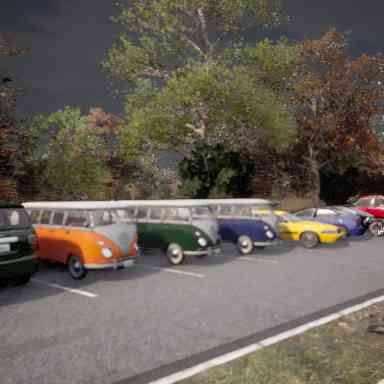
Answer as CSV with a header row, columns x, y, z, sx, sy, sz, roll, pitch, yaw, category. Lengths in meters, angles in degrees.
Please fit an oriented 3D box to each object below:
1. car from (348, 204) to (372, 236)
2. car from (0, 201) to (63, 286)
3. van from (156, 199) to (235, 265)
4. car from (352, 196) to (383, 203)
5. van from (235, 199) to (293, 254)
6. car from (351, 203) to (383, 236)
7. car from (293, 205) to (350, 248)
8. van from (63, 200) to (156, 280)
x,y,z,sx,sy,sz,roll,pitch,yaw,category
6.121,1.527,16.792,4.792,1.488,2.163,-1,-1,34,car
-5.991,1.254,8.146,5.566,2.045,2.435,-1,0,34,car
-1.023,1.274,11.528,4.442,1.987,1.878,-1,-1,35,van
10.961,1.243,20.256,5.566,2.045,2.435,-1,0,34,car
1.400,1.273,13.260,4.442,1.987,1.878,-1,-1,34,van
8.595,1.525,18.496,4.792,1.488,2.163,-1,-1,34,car
3.881,1.493,14.945,5.366,1.575,1.946,-1,-1,34,car
-3.445,1.276,9.796,4.442,1.987,1.878,-1,-1,35,van
